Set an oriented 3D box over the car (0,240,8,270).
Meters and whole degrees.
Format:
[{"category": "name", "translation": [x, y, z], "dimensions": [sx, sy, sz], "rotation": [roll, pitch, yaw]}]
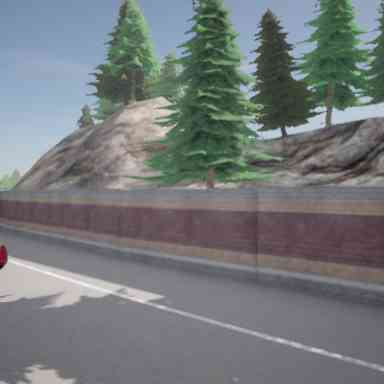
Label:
[{"category": "car", "translation": [-7.254, 1.582, 9.997], "dimensions": [4.181, 1.385, 1.994], "rotation": [0, 0, 41]}]
